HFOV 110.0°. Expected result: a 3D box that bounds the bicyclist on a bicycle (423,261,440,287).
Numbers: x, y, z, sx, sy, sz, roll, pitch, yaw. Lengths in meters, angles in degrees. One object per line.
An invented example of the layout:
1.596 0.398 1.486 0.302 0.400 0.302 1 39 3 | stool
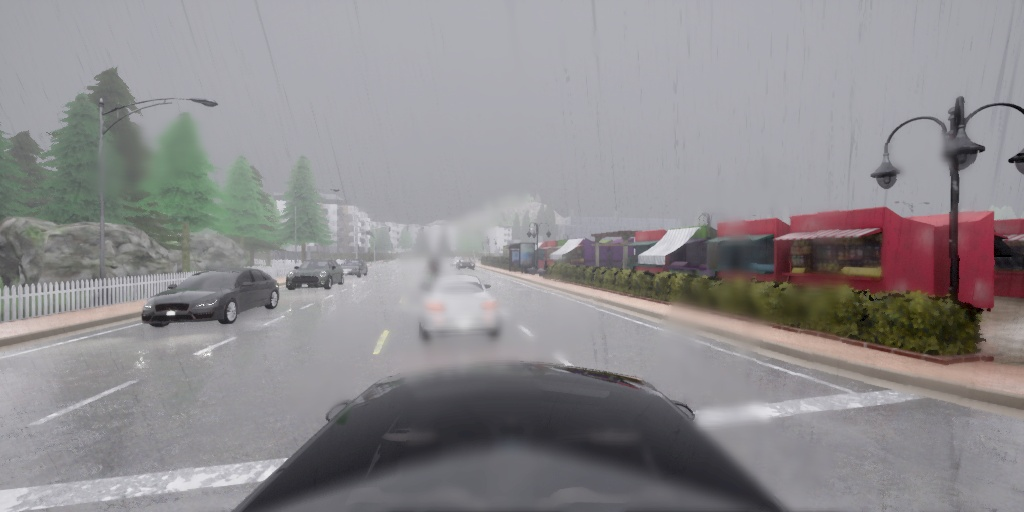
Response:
-4.333 1.078 19.607 0.582 1.620 1.656 0 1 25 | bicyclist on a bicycle

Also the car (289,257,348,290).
-11.417 0.965 21.062 2.097 1.767 4.553 0 0 -13 | car

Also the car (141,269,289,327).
-9.201 1.190 11.465 1.837 1.490 4.892 0 0 -13 | car

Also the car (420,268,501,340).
-1.487 1.225 9.761 1.812 1.442 4.674 0 0 -12 | car

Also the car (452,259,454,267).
-7.706 0.905 52.624 1.812 1.442 4.674 0 0 -13 | car

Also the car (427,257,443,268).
-10.919 0.897 50.798 1.837 1.490 4.892 0 0 -13 | car

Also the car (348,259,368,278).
-13.627 1.033 30.681 2.128 1.511 4.902 0 0 -13 | car

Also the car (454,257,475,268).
-5.677 1.047 43.744 1.895 1.301 4.718 0 0 -13 | car
